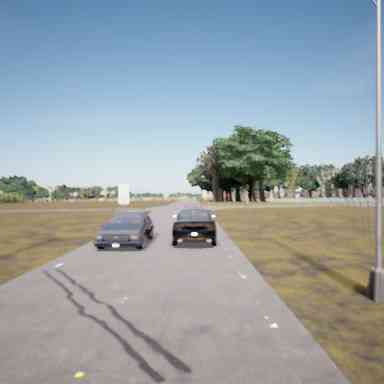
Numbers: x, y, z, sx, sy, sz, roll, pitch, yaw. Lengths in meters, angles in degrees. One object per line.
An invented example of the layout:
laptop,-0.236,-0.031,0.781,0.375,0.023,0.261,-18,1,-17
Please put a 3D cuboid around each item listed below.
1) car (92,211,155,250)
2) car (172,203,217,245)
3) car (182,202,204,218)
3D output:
car,-2.768,1.582,14.802,2.033,1.411,5.357,0,0,1
car,0.102,1.514,15.642,1.882,1.535,5.008,0,0,0
car,0.103,1.693,31.728,1.895,1.301,4.718,0,0,0
